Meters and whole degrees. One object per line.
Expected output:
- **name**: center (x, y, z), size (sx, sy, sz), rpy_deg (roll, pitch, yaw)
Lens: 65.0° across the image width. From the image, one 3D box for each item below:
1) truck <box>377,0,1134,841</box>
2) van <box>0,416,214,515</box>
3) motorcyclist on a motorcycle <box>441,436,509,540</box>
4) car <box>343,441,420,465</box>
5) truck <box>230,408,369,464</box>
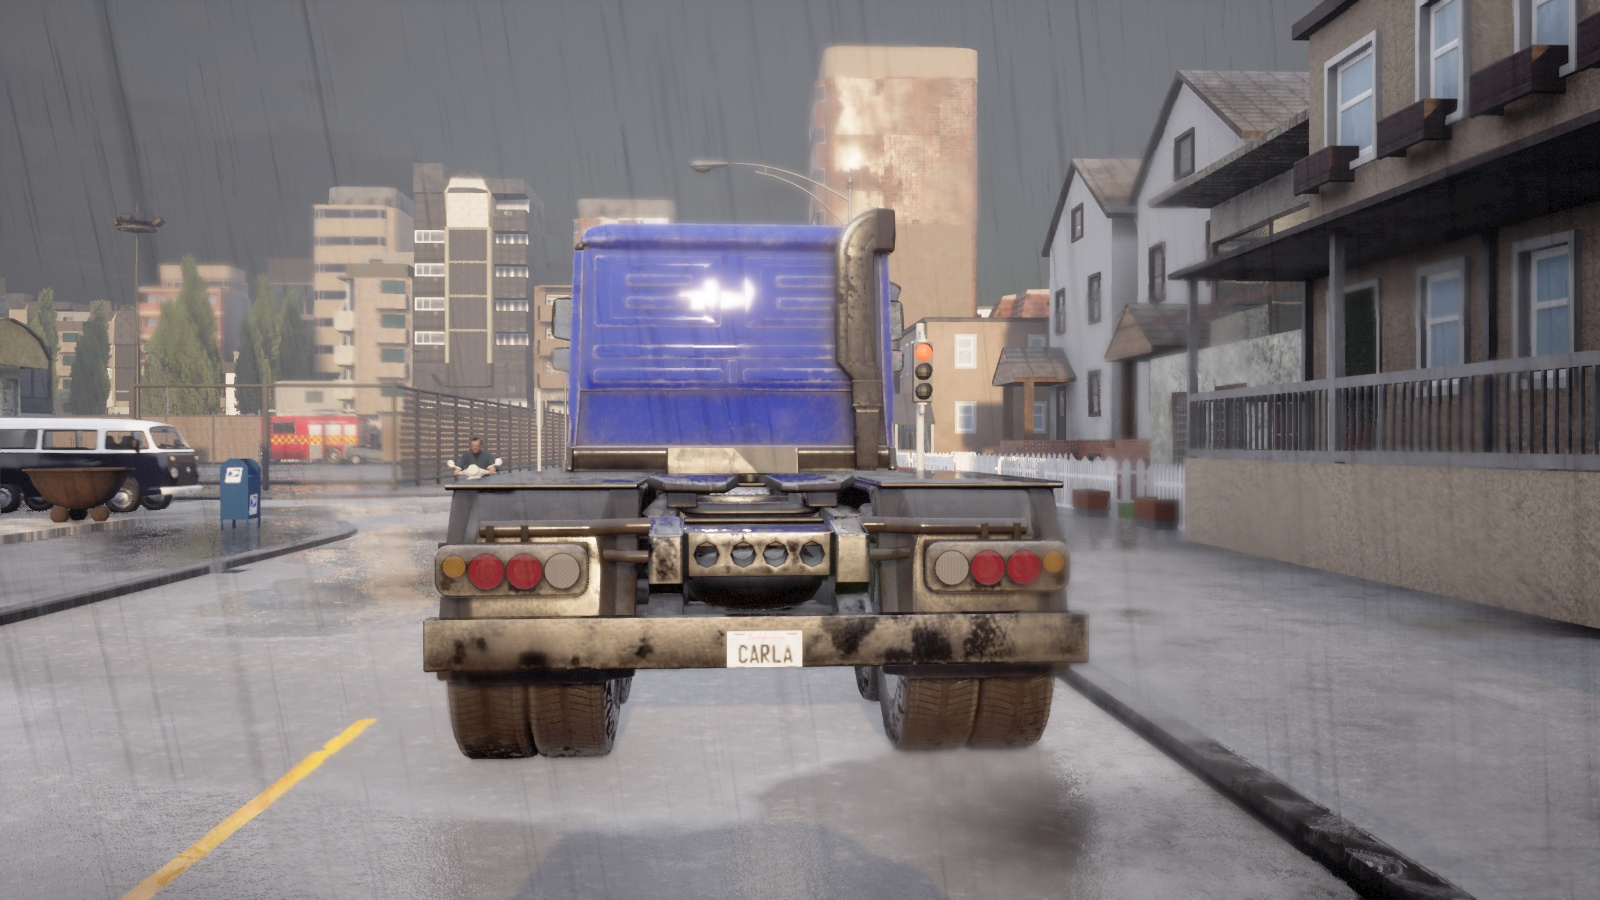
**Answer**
- **truck**: center (-0.432, -0.285, 8.765), size (2.891, 3.462, 7.936), rpy_deg (0, 0, -4)
- **van**: center (-15.296, 0.305, 26.946), size (4.480, 2.038, 2.069), rpy_deg (0, 0, -3)
- **motorcyclist on a motorcycle**: center (-5.252, 0.581, 20.386), size (0.866, 1.590, 1.817), rpy_deg (-1, 0, -8)
- **car**: center (-27.921, 0.197, 83.916), size (4.514, 1.525, 2.007), rpy_deg (0, 0, -3)
- **truck**: center (-34.798, -0.940, 87.533), size (8.468, 3.827, 2.891), rpy_deg (0, 0, -3)
